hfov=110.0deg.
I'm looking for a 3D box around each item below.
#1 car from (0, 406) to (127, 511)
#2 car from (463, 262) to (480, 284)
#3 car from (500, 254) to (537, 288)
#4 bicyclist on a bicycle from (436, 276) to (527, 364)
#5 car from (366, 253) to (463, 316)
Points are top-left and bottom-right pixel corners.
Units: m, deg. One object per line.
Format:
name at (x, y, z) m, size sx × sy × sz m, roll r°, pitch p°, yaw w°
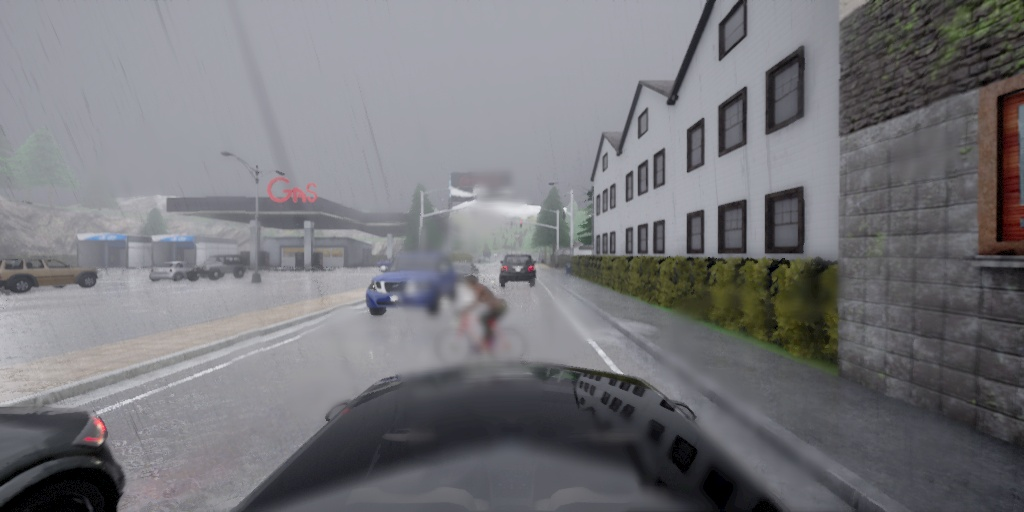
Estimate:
car at (-3.640, 1.320, 0.651) m, size 1.994 × 1.385 × 4.181 m, roll 0°, pitch 0°, yaw 1°
car at (-3.250, 1.148, 23.705) m, size 1.837 × 1.490 × 4.892 m, roll 0°, pitch 0°, yaw 1°
car at (0.397, 0.867, 23.079) m, size 2.150 × 2.045 × 5.566 m, roll 0°, pitch 0°, yaw 1°
bicyclist on a bicycle at (-0.547, 1.176, 6.429) m, size 1.656 × 1.620 × 0.582 m, roll 0°, pitch 0°, yaw 1°
car at (-3.440, 0.914, 13.491) m, size 2.150 × 2.045 × 5.566 m, roll 0°, pitch 0°, yaw 1°
